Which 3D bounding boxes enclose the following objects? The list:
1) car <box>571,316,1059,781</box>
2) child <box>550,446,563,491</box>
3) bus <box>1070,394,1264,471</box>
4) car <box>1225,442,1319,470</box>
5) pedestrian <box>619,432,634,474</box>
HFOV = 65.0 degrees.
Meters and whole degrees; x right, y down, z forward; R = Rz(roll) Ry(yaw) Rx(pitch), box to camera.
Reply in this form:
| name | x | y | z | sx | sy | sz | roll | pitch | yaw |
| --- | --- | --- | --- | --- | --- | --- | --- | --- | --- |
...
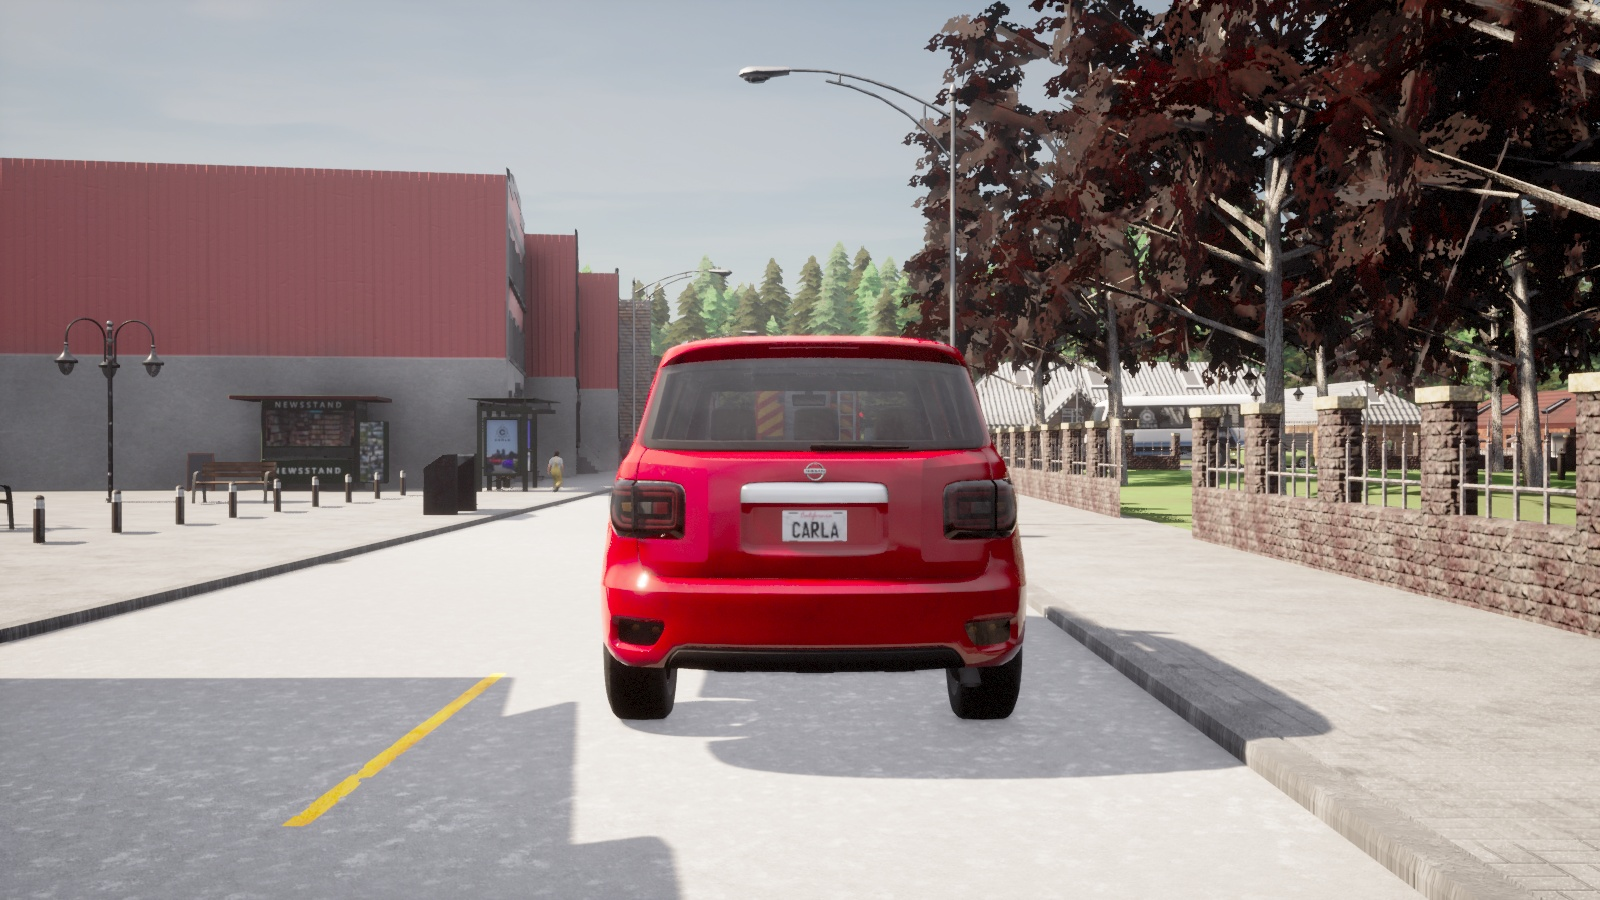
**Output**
| name | x | y | z | sx | sy | sz | roll | pitch | yaw |
| --- | --- | --- | --- | --- | --- | --- | --- | --- | --- |
| car | 0.065 | 0.419 | 8.312 | 2.150 | 2.045 | 5.566 | 0 | 0 | 0 |
| child | -6.925 | 0.529 | 35.676 | 0.270 | 1.263 | 0.437 | 0 | 0 | 4 |
| bus | 21.528 | -1.032 | 74.190 | 10.273 | 4.253 | 3.944 | -1 | 0 | 0 |
| car | 26.317 | 0.319 | 70.087 | 4.514 | 1.525 | 2.007 | 0 | 0 | -1 |
| pedestrian | -7.706 | 0.131 | 55.708 | 0.540 | 1.848 | 0.694 | 0 | 0 | 5 |
